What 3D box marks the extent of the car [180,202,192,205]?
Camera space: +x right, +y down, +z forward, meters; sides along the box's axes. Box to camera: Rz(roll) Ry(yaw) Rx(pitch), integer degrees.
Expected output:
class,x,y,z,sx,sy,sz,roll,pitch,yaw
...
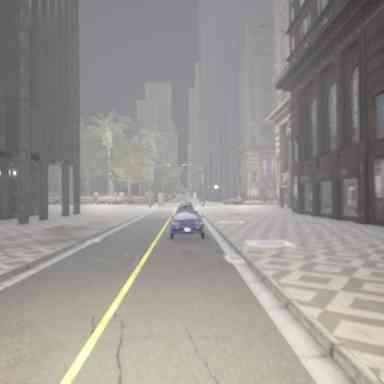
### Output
class,x,y,z,sx,sy,sz,roll,pitch,yaw
car,-0.709,1.906,38.806,1.837,1.490,4.892,-1,0,-1

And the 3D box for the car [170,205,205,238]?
class,x,y,z,sx,sy,sz,roll,pitch,yaw
car,-0.271,1.719,18.850,1.812,1.442,4.674,-1,0,-1

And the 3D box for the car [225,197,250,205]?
class,x,y,z,sx,sy,sz,roll,pitch,yaw
car,10.269,2.276,75.042,4.097,1.590,1.967,0,-2,-1

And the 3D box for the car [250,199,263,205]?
class,x,y,z,sx,sy,sz,roll,pitch,yaw
car,15.468,2.510,83.664,4.829,1.417,1.752,0,-2,-1

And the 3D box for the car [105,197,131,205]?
class,x,y,z,sx,sy,sz,roll,pitch,yaw
car,-16.565,2.309,74.530,4.403,1.369,2.008,0,-2,-1

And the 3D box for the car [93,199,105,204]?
class,x,y,z,sx,sy,sz,roll,pitch,yaw
car,-22.261,2.422,82.947,4.507,1.381,1.887,0,-2,-1

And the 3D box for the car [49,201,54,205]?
class,x,y,z,sx,sy,sz,roll,pitch,yaw
car,-33.136,2.244,74.216,4.507,1.381,1.887,0,-2,-1

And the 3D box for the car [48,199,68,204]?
class,x,y,z,sx,sy,sz,roll,pitch,yaw
car,-33.308,2.403,82.737,4.313,1.339,1.947,0,-2,-1

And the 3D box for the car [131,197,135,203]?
class,x,y,z,sx,sy,sz,roll,pitch,yaw
car,-16.737,2.212,83.059,5.009,1.841,2.192,0,-2,-1

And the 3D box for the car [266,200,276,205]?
class,x,y,z,sx,sy,sz,roll,pitch,yaw
car,21.008,2.521,83.769,4.829,1.417,1.752,0,-2,-1

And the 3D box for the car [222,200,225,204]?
class,x,y,z,sx,sy,sz,roll,pitch,yaw
car,10.098,2.288,83.568,5.009,1.841,2.192,0,-2,-1

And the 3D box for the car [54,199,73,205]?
class,x,y,z,sx,sy,sz,roll,pitch,yaw
car,-27.612,2.287,74.319,4.313,1.339,1.947,0,-2,-1
